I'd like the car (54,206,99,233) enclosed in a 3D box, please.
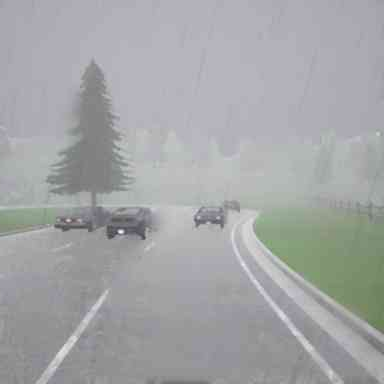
[{"bbox_3d":[-6.118,1.556,19.989,2.033,1.411,5.357,0,0,9],"label":"car"}]

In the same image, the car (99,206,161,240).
[{"bbox_3d":[-2.893,1.517,17.246,1.837,1.490,4.892,0,0,6],"label":"car"}]

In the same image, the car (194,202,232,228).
[{"bbox_3d":[1.447,1.628,22.768,1.895,1.301,4.718,0,0,11],"label":"car"}]

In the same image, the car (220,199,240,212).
[{"bbox_3d":[4.527,1.544,40.177,2.128,1.511,4.902,0,0,-3],"label":"car"}]
